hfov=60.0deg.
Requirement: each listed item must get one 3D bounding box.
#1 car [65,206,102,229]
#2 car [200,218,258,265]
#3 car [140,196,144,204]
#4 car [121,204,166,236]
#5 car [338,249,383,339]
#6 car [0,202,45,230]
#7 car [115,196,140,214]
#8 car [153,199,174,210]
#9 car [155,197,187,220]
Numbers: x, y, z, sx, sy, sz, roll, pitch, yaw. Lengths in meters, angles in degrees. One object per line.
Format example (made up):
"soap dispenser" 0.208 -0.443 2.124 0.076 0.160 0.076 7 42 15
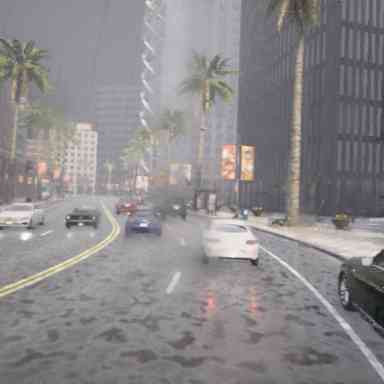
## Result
"car" -6.902 1.575 21.507 1.895 1.301 4.718 2 -1 -12
"car" 1.284 1.694 12.384 1.812 1.442 4.674 2 -1 1
"car" -12.594 1.690 77.955 2.185 1.767 4.553 2 -1 -16
"car" -2.789 1.656 18.974 1.994 1.385 4.181 2 -1 -9
"car" 3.943 1.542 5.282 2.097 1.767 4.553 2 -1 9
"car" -10.136 1.371 19.924 1.812 1.442 4.674 2 -1 -12
"car" -7.345 1.462 36.768 2.097 1.767 4.553 2 -1 -16
"car" -4.367 1.823 49.755 2.231 1.521 4.892 2 -1 -16
"car" -2.032 1.459 30.920 2.150 2.045 5.566 2 -1 -15
